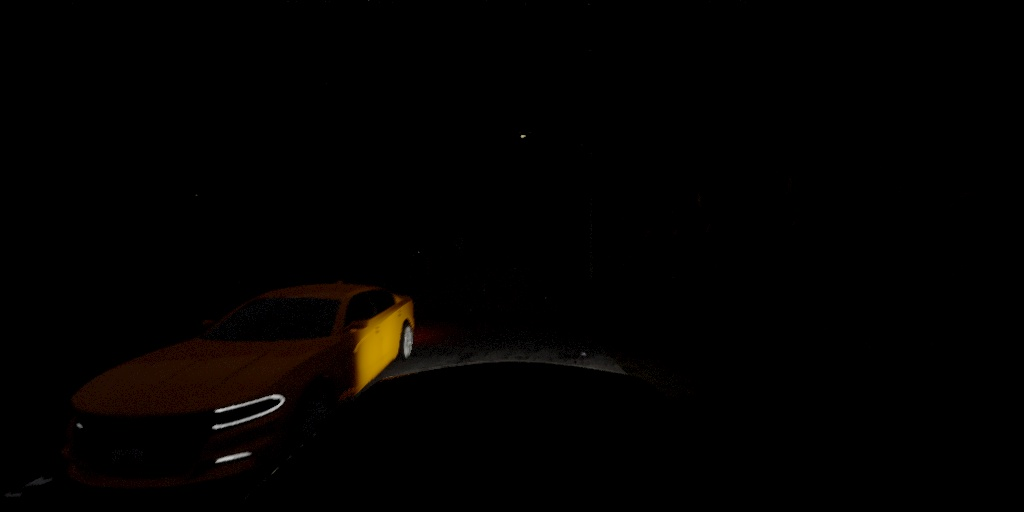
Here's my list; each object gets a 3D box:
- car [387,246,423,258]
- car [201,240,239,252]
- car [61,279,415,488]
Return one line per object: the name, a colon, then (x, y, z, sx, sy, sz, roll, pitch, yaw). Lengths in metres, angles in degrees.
car: (-14.911, -0.619, 50.092, 4.892, 1.490, 1.837, 2, -1, 0)
car: (-40.912, -1.441, 50.136, 4.902, 1.511, 2.128, 2, -1, 0)
car: (-2.848, 1.171, 5.150, 1.882, 1.535, 5.008, 0, 1, 0)
